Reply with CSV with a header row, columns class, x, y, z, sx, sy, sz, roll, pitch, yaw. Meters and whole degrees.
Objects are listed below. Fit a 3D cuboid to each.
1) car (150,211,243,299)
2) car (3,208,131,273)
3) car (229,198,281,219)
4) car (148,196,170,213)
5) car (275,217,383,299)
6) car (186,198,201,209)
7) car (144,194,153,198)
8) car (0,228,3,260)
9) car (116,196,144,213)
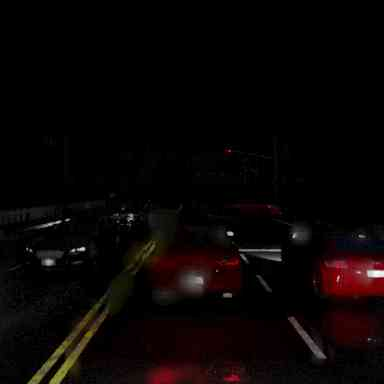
class,x,y,z,sx,sy,sz,roll,pitch,yaw
car,0.100,1.478,8.540,1.882,1.535,5.008,0,0,0
car,-3.577,1.491,10.743,2.128,1.511,4.902,0,0,0
car,5.457,1.347,29.313,4.553,1.767,2.097,0,-1,44
car,-3.511,1.504,37.560,1.837,1.490,4.892,0,0,0
car,3.639,1.564,8.491,1.994,1.385,4.181,0,0,1
car,0.197,1.547,44.807,2.033,1.411,5.357,0,0,0
car,-6.888,1.154,52.381,1.837,1.490,4.892,0,0,0
car,-7.066,1.526,9.279,1.812,1.442,4.674,0,0,0
car,-7.014,1.491,36.445,2.128,1.511,4.902,0,0,0
